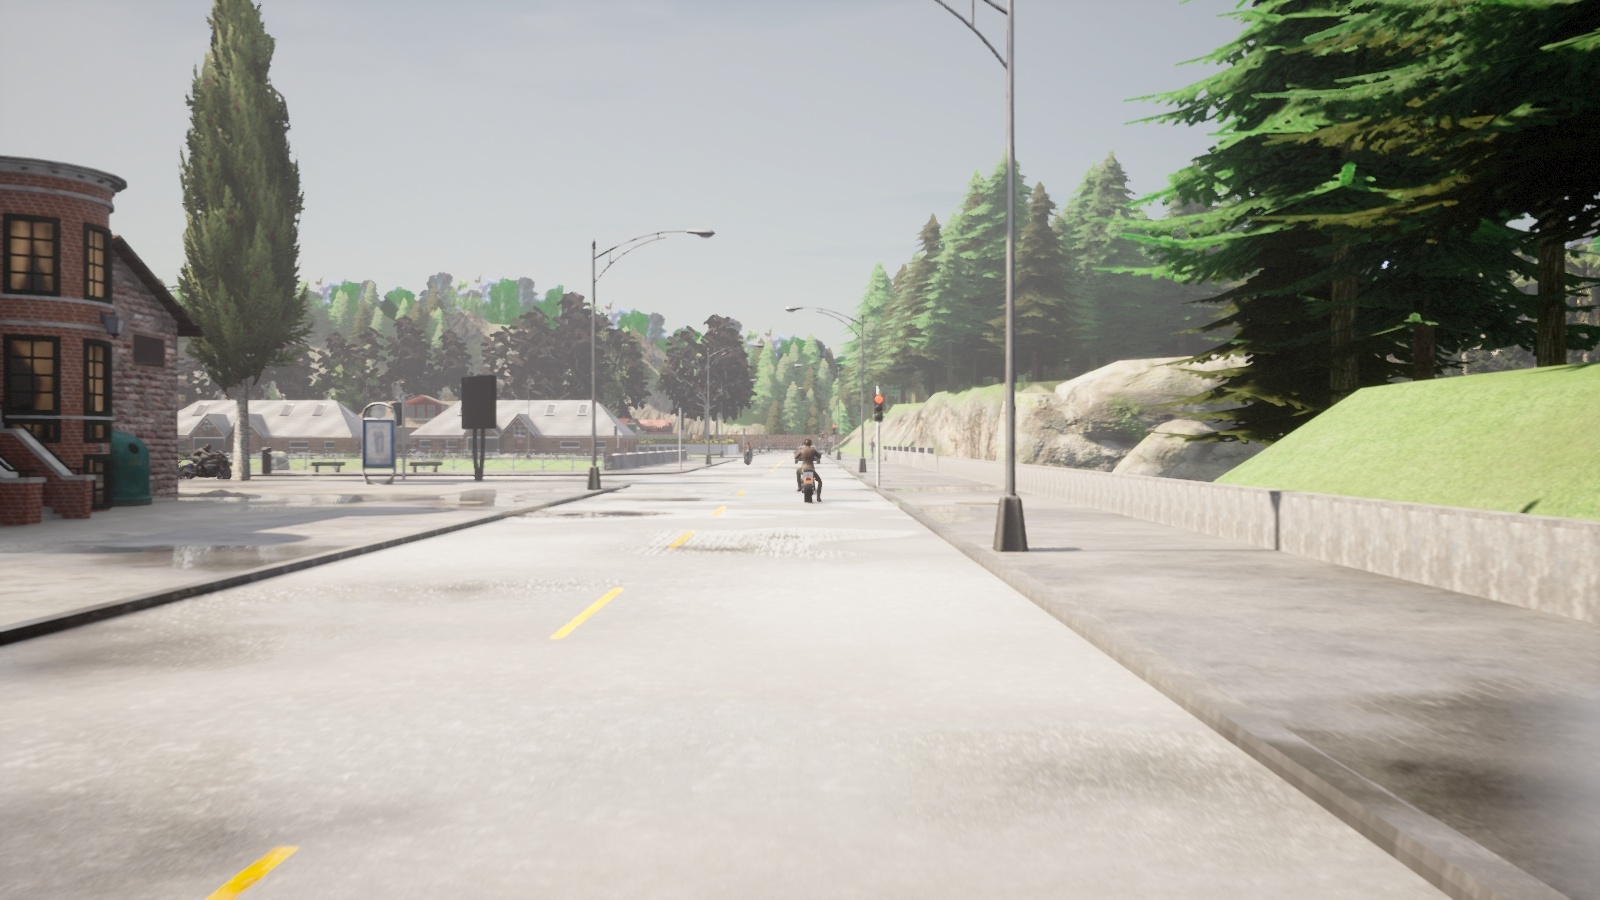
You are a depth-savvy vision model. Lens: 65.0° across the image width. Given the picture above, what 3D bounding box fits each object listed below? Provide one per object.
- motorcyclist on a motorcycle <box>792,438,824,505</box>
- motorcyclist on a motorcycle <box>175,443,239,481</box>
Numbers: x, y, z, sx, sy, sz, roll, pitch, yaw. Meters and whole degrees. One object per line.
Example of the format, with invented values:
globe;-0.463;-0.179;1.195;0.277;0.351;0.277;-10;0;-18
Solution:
motorcyclist on a motorcycle;0.203;0.518;31.712;0.766;1.649;2.350;0;0;0
motorcyclist on a motorcycle;-23.788;0.478;50.399;2.191;1.530;0.866;0;0;0
